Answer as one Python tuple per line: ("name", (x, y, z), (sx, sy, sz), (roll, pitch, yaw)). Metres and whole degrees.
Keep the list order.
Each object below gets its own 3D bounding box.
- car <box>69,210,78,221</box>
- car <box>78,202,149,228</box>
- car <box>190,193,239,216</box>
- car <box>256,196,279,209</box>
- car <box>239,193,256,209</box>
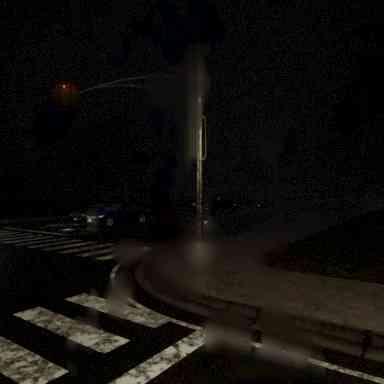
("car", (-6.604, 1.491, 25.321), (2.033, 1.411, 5.357), (0, 0, 35))
("car", (-4.849, 1.465, 22.169), (1.812, 1.442, 4.674), (0, 0, 36))
("car", (2.071, 1.119, 32.083), (2.150, 2.045, 5.566), (0, 0, 35))
("car", (9.606, 1.361, 42.849), (1.837, 1.490, 4.892), (0, 1, 35))
("car", (5.865, 1.095, 43.185), (2.150, 2.045, 5.566), (0, 0, 35))
